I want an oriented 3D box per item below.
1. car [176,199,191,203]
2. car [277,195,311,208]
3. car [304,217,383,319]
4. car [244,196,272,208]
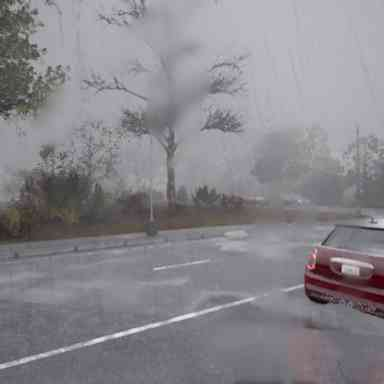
[{"bbox_3d":[-1.561,1.519,66.655,2.033,1.411,5.357,0,0,-22],"label":"car"},{"bbox_3d":[13.206,1.124,43.248,2.097,1.767,4.553,0,0,-28],"label":"car"},{"bbox_3d":[4.394,1.302,6.745,4.553,1.767,2.097,-1,0,-34],"label":"car"},{"bbox_3d":[8.627,1.283,44.504,1.882,1.535,5.008,0,0,-27],"label":"car"}]
